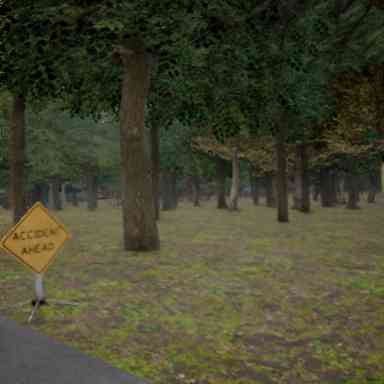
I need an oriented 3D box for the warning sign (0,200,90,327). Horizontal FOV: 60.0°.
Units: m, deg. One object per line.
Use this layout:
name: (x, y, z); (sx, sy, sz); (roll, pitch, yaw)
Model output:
warning sign: (-2.696, 1.100, 5.833); (1.060, 1.860, 1.300); (-1, 0, 35)
